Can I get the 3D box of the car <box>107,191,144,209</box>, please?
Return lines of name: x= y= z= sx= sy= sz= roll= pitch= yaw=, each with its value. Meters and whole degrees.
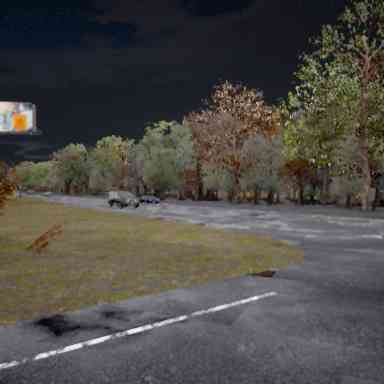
car: x=-8.182 y=0.918 z=39.236 sx=2.150 sy=2.045 sz=5.566 roll=0 pitch=1 yaw=-34

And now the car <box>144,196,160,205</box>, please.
car: x=-6.733 y=1.207 z=49.601 sx=1.895 sy=1.301 sz=4.718 roll=0 pitch=1 yaw=-34
